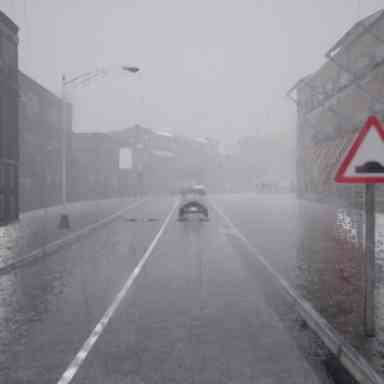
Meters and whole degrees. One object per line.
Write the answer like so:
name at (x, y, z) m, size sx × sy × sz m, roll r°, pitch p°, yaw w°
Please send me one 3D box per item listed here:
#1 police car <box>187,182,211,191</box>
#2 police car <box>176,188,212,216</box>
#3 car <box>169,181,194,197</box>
police car at (1.228, -0.166, 42.223) m, size 1.930 × 1.638 × 5.238 m, roll 0°, pitch 2°, yaw 13°
police car at (0.099, 0.797, 23.944) m, size 2.038 × 1.542 × 4.974 m, roll 0°, pitch 3°, yaw 0°
car at (-1.108, -0.450, 45.167) m, size 2.150 × 2.045 × 5.566 m, roll 0°, pitch 1°, yaw 23°
